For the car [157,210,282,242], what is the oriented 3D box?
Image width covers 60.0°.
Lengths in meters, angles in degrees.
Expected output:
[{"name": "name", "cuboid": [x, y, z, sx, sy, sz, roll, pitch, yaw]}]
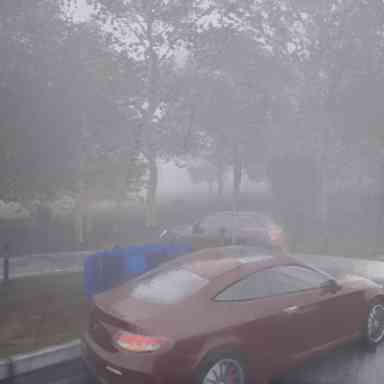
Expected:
[{"name": "car", "cuboid": [0.995, 1.502, 11.992, 4.553, 1.767, 2.097, -1, -1, 24]}]

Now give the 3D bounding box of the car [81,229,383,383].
[{"name": "car", "cuboid": [0.886, 1.511, 4.688, 4.674, 1.452, 2.002, 0, 0, -33]}]
